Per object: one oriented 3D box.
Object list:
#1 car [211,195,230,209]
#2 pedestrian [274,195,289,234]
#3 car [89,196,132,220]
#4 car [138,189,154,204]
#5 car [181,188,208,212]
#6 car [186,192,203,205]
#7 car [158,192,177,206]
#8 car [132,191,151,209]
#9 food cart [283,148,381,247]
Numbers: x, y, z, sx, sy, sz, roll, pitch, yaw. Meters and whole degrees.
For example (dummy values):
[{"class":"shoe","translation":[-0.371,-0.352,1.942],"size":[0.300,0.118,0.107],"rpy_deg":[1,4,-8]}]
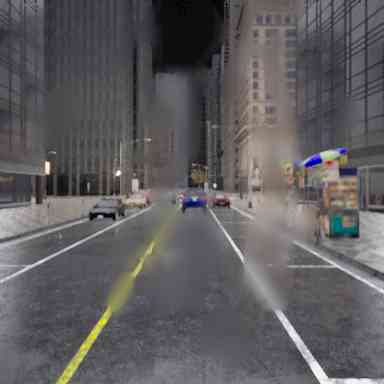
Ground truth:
[{"class":"car","translation":[2.874,0.923,33.840],"size":[1.887,1.381,4.507],"rpy_deg":[0,1,0]},{"class":"pedestrian","translation":[4.183,0.992,15.447],"size":[0.375,1.860,0.375],"rpy_deg":[0,0,-18]},{"class":"car","translation":[-5.716,1.132,22.978],"size":[1.947,1.339,4.313],"rpy_deg":[1,1,0]},{"class":"car","translation":[-5.616,0.606,39.349],"size":[2.192,1.841,5.009],"rpy_deg":[0,1,0]},{"class":"car","translation":[0.233,0.671,29.628],"size":[2.150,2.045,5.566],"rpy_deg":[0,1,0]},{"class":"car","translation":[0.290,0.792,42.148],"size":[2.033,1.411,5.357],"rpy_deg":[0,1,1]},{"class":"car","translation":[-2.835,0.776,38.815],"size":[1.882,1.535,5.008],"rpy_deg":[0,1,1]},{"class":"car","translation":[-5.651,0.908,33.723],"size":[1.752,1.417,4.829],"rpy_deg":[0,1,0]},{"class":"food cart","translation":[5.701,0.183,14.339],"size":[2.280,3.560,4.660],"rpy_deg":[-1,1,0]}]
